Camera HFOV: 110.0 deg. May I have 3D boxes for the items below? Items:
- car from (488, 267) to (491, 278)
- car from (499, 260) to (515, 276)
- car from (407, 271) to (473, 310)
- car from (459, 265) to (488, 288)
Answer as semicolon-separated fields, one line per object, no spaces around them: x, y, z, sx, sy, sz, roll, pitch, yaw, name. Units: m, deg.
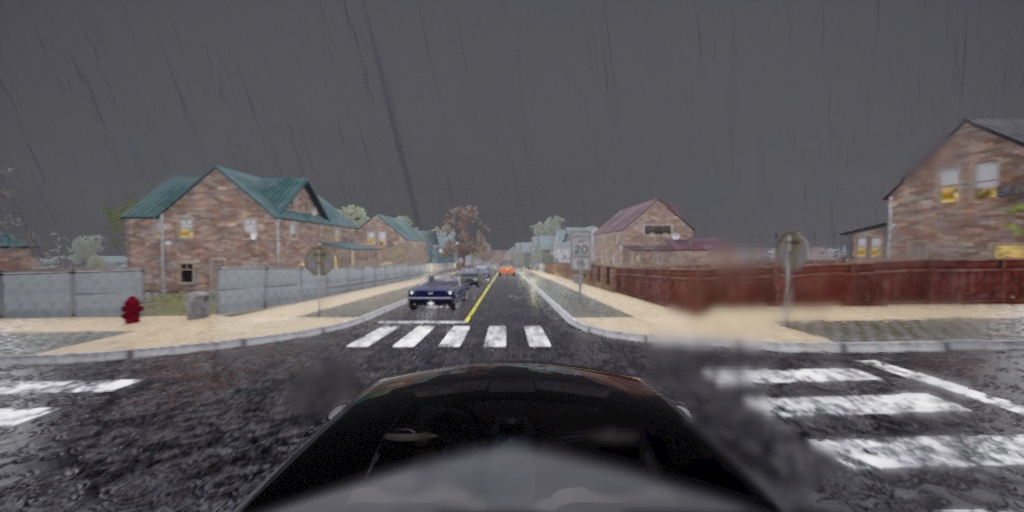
-3.402;1.713;40.693;1.812;1.442;4.674;0;-1;-1;car
-0.679;1.639;46.996;2.097;1.767;4.553;0;-1;-1;car
-3.031;1.481;15.597;1.895;1.301;4.718;0;-1;0;car
-3.191;1.555;27.073;2.033;1.411;5.357;0;-1;-1;car
